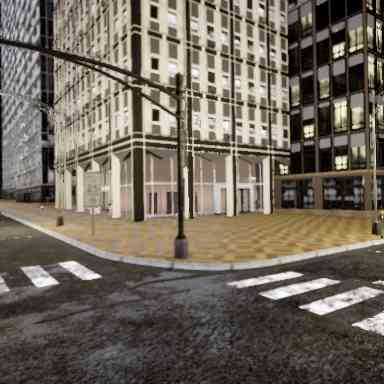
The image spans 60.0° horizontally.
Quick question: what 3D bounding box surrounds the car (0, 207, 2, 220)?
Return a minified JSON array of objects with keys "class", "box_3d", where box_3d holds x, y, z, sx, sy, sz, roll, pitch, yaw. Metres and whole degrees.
[{"class":"car","box_3d":[-16.730,1.605,27.415,1.802,1.307,4.206,1,-1,-36]}]
